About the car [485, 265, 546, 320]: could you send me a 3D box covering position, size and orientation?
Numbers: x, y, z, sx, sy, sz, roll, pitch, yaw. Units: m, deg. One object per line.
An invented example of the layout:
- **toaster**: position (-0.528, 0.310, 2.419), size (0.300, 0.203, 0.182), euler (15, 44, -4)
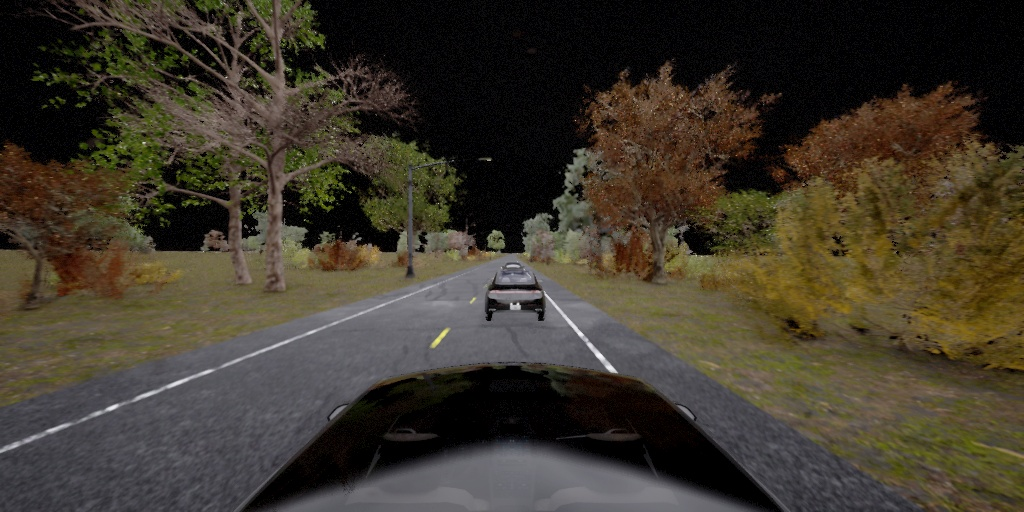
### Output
- **car**: position (0.098, 1.243, 12.569), size (2.128, 1.511, 4.902), euler (0, 0, 0)

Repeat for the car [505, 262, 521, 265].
- **car**: position (0.097, 1.268, 30.618), size (1.812, 1.442, 4.674), euler (0, 0, 0)
